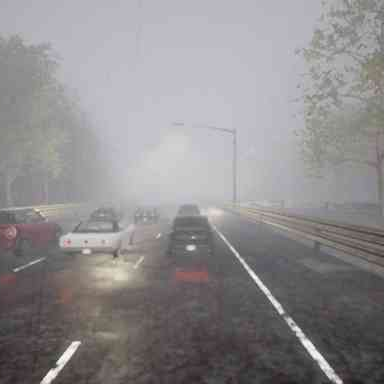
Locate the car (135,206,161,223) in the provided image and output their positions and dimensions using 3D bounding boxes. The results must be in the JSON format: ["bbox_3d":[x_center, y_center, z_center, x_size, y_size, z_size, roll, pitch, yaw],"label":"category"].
[{"bbox_3d":[-3.736,1.892,28.456,1.895,1.301,4.718,0,-1,-1],"label":"car"}]

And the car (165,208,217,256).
[{"bbox_3d":[-0.034,1.644,13.686,1.837,1.490,4.892,0,0,0],"label":"car"}]

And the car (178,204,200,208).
[{"bbox_3d":[-0.250,1.779,29.506,1.882,1.535,5.008,0,0,-1],"label":"car"}]

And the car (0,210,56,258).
[{"bbox_3d":[-7.034,1.487,13.554,2.097,1.767,4.553,0,-1,0],"label":"car"}]

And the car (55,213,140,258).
[{"bbox_3d":[-3.534,1.736,13.414,1.895,1.301,4.718,0,-1,0],"label":"car"}]

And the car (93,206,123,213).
[{"bbox_3d":[-7.238,1.858,28.677,1.994,1.385,4.181,0,-1,-1],"label":"car"}]
